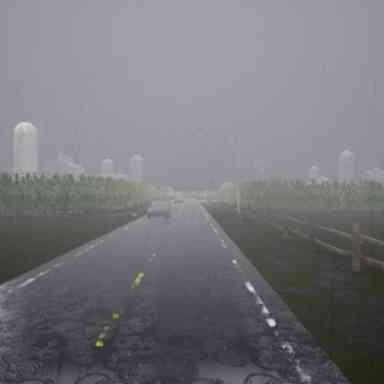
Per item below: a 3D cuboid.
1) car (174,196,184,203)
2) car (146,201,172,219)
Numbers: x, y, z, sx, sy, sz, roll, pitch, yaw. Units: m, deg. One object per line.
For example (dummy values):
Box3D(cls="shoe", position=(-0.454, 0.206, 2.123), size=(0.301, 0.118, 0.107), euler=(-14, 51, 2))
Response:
Box3D(cls="car", position=(-2.757, 1.648, 70.779), size=(1.837, 1.490, 4.892), euler=(0, 0, 0))
Box3D(cls="car", position=(-2.851, 1.550, 29.369), size=(1.837, 1.490, 4.892), euler=(0, 0, 0))
